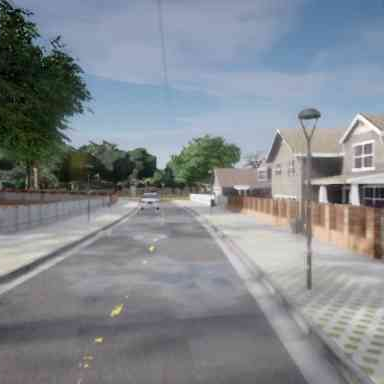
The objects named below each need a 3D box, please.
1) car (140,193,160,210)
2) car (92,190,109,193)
[{"bbox_3d":[-5.146,1.140,41.067,2.150,2.045,5.566,0,1,-6],"label":"car"},{"bbox_3d":[-19.154,0.625,72.132,5.566,2.045,2.150,2,1,-12],"label":"car"}]
